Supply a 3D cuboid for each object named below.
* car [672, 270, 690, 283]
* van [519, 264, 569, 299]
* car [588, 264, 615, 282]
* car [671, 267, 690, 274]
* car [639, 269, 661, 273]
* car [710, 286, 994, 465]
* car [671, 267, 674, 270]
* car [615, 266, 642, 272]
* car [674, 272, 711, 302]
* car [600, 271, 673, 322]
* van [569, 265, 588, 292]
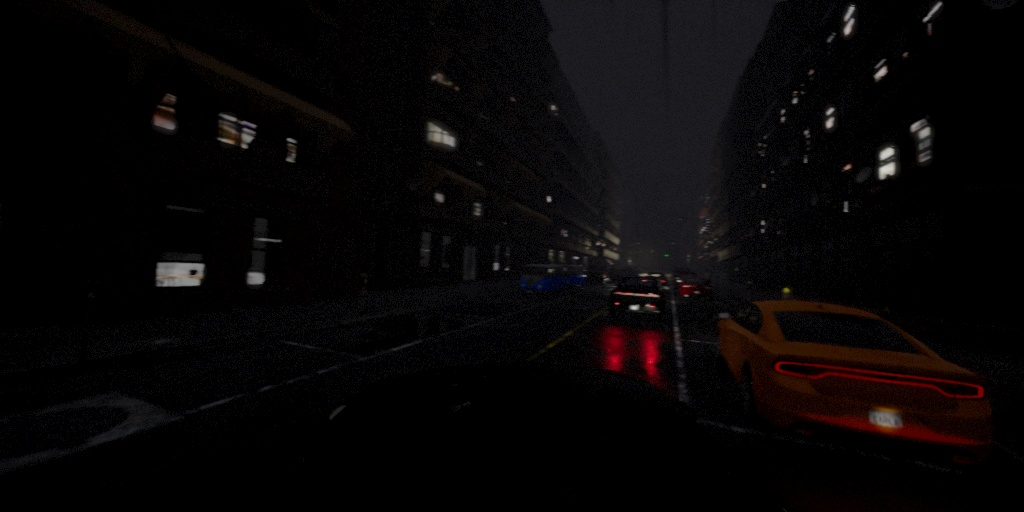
[{"bbox_3d":[13.321,2.075,26.969,1.888,1.381,4.507,0,0,24],"label":"car"},{"bbox_3d":[1.698,1.347,20.058,1.690,1.789,3.998,0,0,24],"label":"van"},{"bbox_3d":[8.345,1.750,35.254,2.192,1.841,5.009,0,0,24],"label":"car"},{"bbox_3d":[15.543,2.115,32.032,1.967,1.591,4.097,0,0,24],"label":"car"},{"bbox_3d":[12.314,2.082,30.754,2.033,1.411,5.357,2,-1,24],"label":"car"},{"bbox_3d":[4.504,1.437,5.641,1.882,1.535,5.008,2,-1,24],"label":"car"},{"bbox_3d":[19.936,2.280,42.180,2.192,1.841,5.009,0,0,24],"label":"car"},{"bbox_3d":[12.467,2.122,38.347,2.128,1.511,4.902,2,-1,24],"label":"car"},{"bbox_3d":[11.106,1.932,21.904,1.888,1.381,4.507,0,0,24],"label":"car"},{"bbox_3d":[5.052,1.562,14.163,2.128,1.511,4.902,2,-1,24],"label":"car"},{"bbox_3d":[3.914,1.489,25.124,1.690,1.789,3.998,0,0,24],"label":"van"}]
